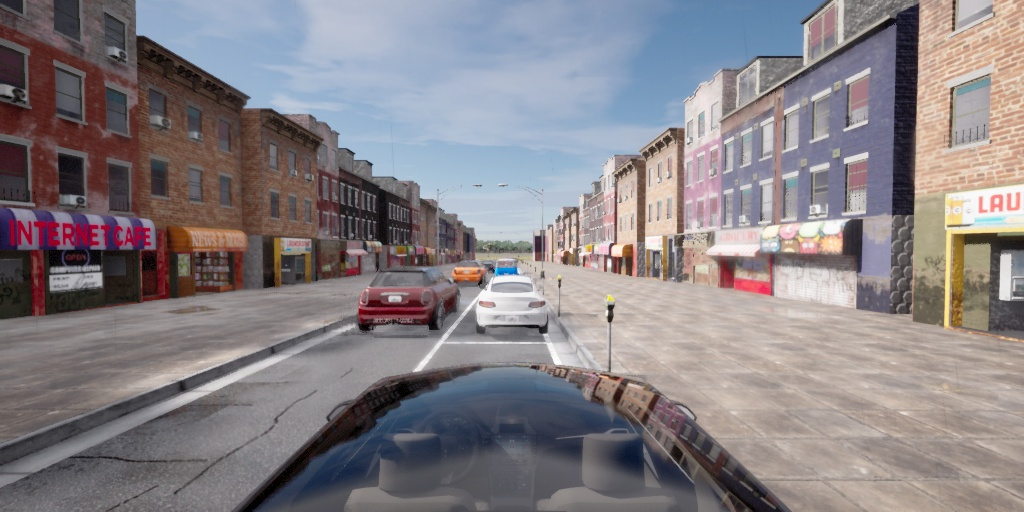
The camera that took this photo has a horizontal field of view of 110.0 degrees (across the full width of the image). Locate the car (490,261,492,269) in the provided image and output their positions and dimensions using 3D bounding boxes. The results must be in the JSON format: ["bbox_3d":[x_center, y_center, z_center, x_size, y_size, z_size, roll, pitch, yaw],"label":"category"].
[{"bbox_3d":[-2.918,1.261,43.941,1.812,1.442,4.674,0,0,0],"label":"car"}]

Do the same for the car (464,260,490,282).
[{"bbox_3d":[-3.019,1.093,26.053,2.097,1.767,4.553,0,0,0],"label":"car"}]

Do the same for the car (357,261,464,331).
[{"bbox_3d":[-2.923,1.099,11.083,2.097,1.767,4.553,0,0,0],"label":"car"}]

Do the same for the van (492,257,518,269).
[{"bbox_3d":[-0.382,1.081,27.392,1.690,1.789,3.998,0,0,0],"label":"van"}]

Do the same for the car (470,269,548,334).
[{"bbox_3d":[0.004,1.272,10.502,1.812,1.442,4.674,0,0,0],"label":"car"}]
